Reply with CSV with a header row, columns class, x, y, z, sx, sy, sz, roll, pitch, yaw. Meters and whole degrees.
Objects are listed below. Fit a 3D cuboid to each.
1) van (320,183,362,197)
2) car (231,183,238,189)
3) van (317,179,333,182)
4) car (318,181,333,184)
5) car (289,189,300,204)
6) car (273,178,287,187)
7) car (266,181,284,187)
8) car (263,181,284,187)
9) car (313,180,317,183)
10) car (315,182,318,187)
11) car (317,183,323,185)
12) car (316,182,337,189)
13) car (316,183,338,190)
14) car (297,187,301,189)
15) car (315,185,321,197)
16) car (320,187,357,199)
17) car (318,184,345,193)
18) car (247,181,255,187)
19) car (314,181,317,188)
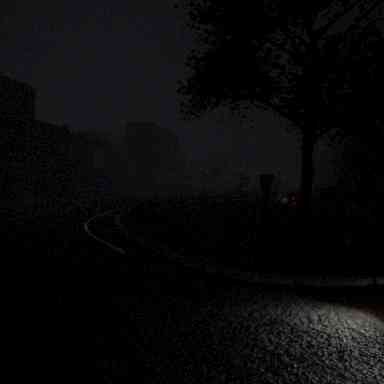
class,x,y,z,sx,sy,sz,roll,pitch,yaw
van,18.913,0.267,41.960,4.442,1.987,1.878,2,3,19
car,9.901,-1.307,72.590,1.994,1.385,4.181,2,3,19
van,28.389,-1.060,68.013,4.442,1.987,1.878,2,3,19
car,24.605,-0.431,57.593,4.553,1.767,2.185,2,3,19
car,12.165,0.664,38.375,1.895,1.301,4.718,2,2,12
car,21.187,-2.272,87.266,5.566,2.045,2.435,2,3,19
car,23.082,-2.247,92.551,4.674,1.452,2.002,2,3,19
car,21.970,-2.163,89.971,5.366,1.575,1.946,2,3,19
car,31.803,-1.376,78.580,5.366,1.575,1.946,2,3,19
car,26.419,-0.573,62.839,5.008,1.535,2.097,2,3,19
car,23.653,-0.174,54.995,5.008,1.535,2.097,2,3,19
car,33.835,-1.629,83.742,4.892,1.521,2.231,2,3,19
car,32.931,-1.468,81.123,4.792,1.488,2.163,2,3,19
car,16.003,0.101,48.593,1.837,1.490,4.892,2,4,20
car,20.696,0.218,47.222,5.366,1.575,1.946,2,3,19
car,21.823,0.124,49.764,4.792,1.488,2.163,2,3,19
car,27.347,-0.666,65.456,4.674,1.452,2.002,2,3,19
car,15.768,-2.150,89.081,2.033,1.411,5.357,2,3,19
car,30.099,-1.074,73.302,4.792,1.488,2.163,2,3,19
